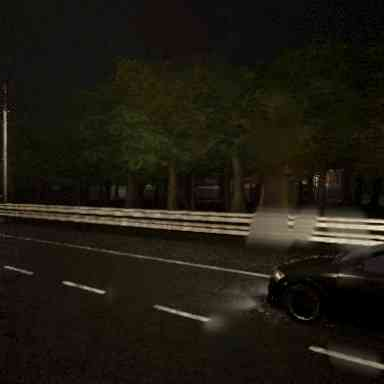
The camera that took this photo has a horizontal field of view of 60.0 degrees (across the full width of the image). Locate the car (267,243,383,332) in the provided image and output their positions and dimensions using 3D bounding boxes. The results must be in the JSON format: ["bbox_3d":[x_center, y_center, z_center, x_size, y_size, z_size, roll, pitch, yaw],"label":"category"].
[{"bbox_3d":[3.460,1.567,5.700,4.181,1.385,1.994,0,0,35],"label":"car"}]
